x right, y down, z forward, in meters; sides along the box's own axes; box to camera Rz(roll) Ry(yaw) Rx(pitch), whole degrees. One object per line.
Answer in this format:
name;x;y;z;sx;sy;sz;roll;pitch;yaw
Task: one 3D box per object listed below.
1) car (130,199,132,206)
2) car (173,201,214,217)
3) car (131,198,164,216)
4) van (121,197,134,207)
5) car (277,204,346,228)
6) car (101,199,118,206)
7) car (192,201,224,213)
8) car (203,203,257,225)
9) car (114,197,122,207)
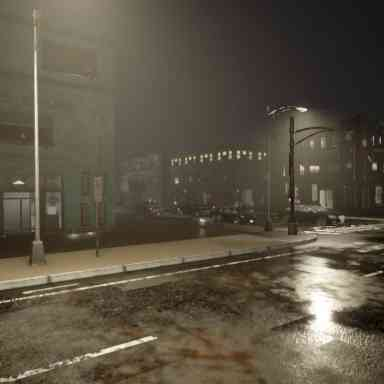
car;-5.964;1.968;43.824;1.812;1.442;4.674;-1;0;-35
car;0.337;1.826;34.956;1.837;1.490;4.892;-1;-1;-36
car;-4.814;1.845;37.704;1.967;1.590;4.097;-1;0;-35
van;-10.834;1.906;60.601;1.690;1.788;3.998;-1;0;-35
car;8.423;1.651;23.851;2.128;1.511;4.902;-1;0;-38
car;-17.251;2.227;69.619;1.887;1.381;4.507;-1;0;-35
car;2.014;1.903;42.567;1.802;1.307;4.206;-2;0;-35
car;3.139;1.814;26.330;1.947;1.339;4.313;-2;0;-35
car;-14.046;1.939;65.110;2.192;1.841;5.009;-1;0;-35
